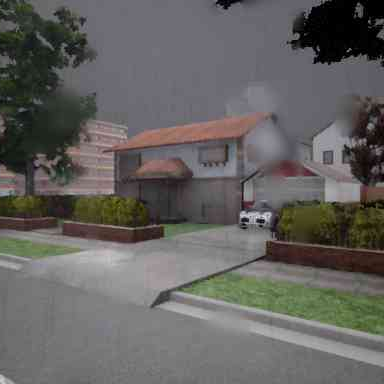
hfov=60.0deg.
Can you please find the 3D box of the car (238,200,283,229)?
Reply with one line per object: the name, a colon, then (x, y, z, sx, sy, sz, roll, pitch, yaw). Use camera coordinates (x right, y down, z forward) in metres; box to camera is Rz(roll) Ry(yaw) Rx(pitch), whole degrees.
car: (4.004, 1.168, 17.454, 1.970, 1.475, 3.806, 0, 0, 36)
